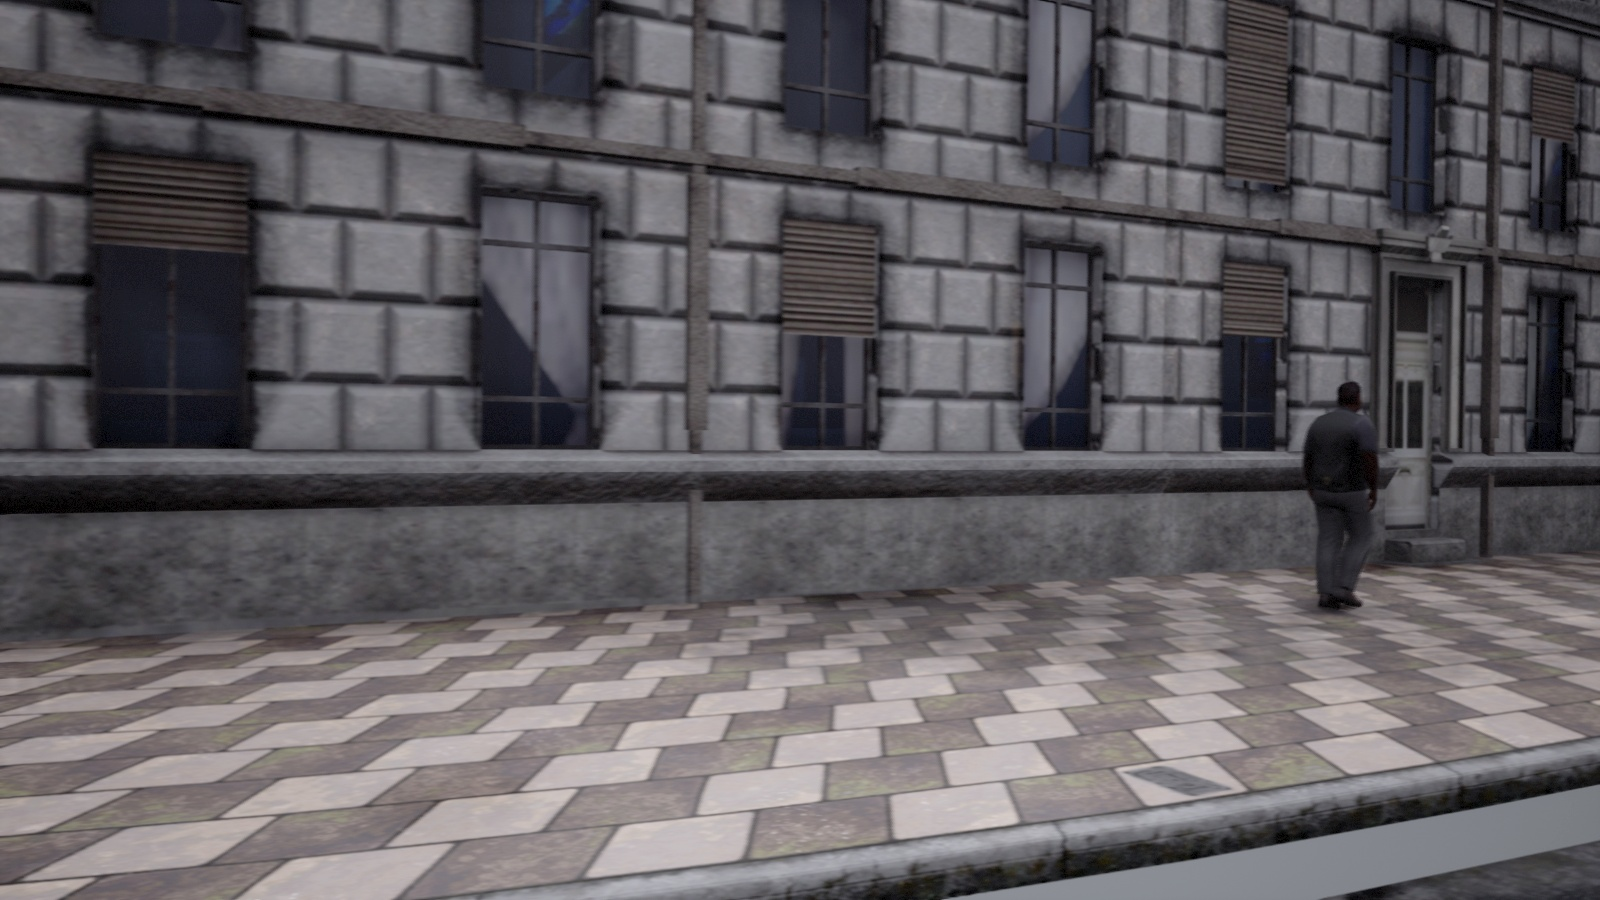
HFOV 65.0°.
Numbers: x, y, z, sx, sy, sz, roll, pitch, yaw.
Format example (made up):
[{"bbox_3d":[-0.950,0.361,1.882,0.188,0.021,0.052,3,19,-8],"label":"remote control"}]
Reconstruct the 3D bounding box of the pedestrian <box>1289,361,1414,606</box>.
[{"bbox_3d":[4.458,0.250,10.155,0.849,1.883,0.563,-1,1,-36],"label":"pedestrian"}]
